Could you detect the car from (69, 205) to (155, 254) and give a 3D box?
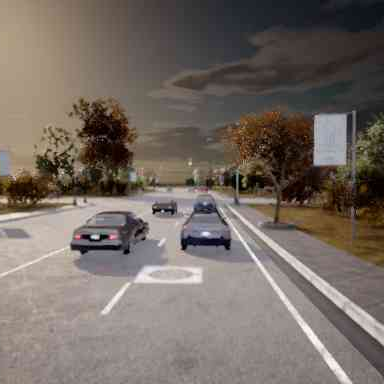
[{"bbox_3d":[-2.982,1.456,13.095,2.033,1.411,5.357,0,1,2],"label":"car"}]

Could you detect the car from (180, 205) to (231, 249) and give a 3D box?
[{"bbox_3d":[0.575,1.472,14.136,1.994,1.385,4.181,0,1,2],"label":"car"}]

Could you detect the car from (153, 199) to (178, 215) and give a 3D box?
[{"bbox_3d":[-2.332,1.240,29.600,1.895,1.301,4.718,0,1,2],"label":"car"}]

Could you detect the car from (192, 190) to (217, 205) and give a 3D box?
[{"bbox_3d":[1.216,0.978,30.747,2.097,1.767,4.553,0,1,2],"label":"car"}]
